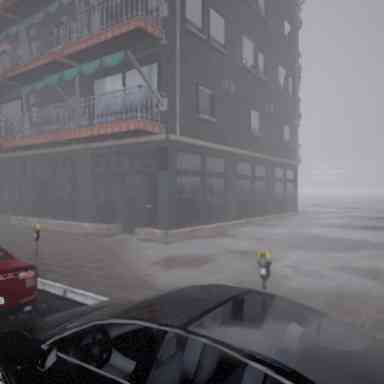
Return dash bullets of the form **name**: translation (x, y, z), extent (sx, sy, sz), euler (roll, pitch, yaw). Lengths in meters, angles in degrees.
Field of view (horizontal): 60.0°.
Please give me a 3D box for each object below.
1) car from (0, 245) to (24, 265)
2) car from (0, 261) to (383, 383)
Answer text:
- **car**: translation (-4.707, 1.478, 6.234), extent (4.507, 1.381, 1.887), euler (1, 0, 35)
- **car**: translation (-0.119, 1.550, 2.961), extent (4.313, 1.339, 1.947), euler (1, 0, 36)
